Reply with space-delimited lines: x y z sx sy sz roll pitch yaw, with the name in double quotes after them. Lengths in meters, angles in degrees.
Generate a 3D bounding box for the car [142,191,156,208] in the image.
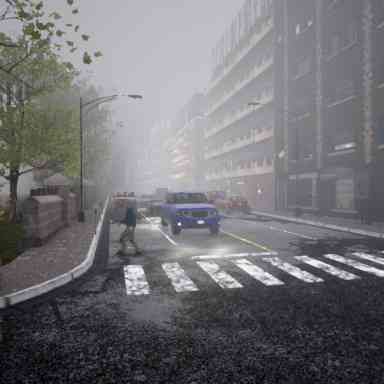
-4.851 0.908 36.308 2.033 1.411 5.357 0 1 -14 "car"

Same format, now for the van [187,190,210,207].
0.660 0.659 38.192 1.690 1.788 3.998 1 1 -14 "van"

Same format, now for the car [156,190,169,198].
-5.866 0.352 65.201 1.752 1.417 4.829 1 1 -14 "car"

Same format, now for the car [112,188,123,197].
-16.562 -0.001 73.803 2.192 1.841 5.009 1 1 -14 "car"

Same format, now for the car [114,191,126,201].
-11.339 0.602 52.168 1.752 1.417 4.829 1 1 -14 "car"

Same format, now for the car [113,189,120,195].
-20.457 -0.043 89.911 1.947 1.339 4.313 1 1 -14 "car"

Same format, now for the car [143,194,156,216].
-2.508 1.101 26.590 1.994 1.385 4.181 0 1 -14 "car"

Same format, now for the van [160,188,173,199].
-4.527 0.269 59.665 1.690 1.788 3.998 1 1 -14 "van"

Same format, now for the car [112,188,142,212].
-6.188 0.779 30.857 2.192 1.841 5.009 1 1 -14 "car"

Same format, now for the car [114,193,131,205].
-8.786 0.835 41.598 1.947 1.339 4.313 1 1 -14 "car"

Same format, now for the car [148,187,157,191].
-4.733 0.339 49.417 2.150 2.045 5.566 0 1 -13 "car"

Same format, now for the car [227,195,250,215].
3.252 0.953 27.457 1.967 1.590 4.097 1 1 -14 "car"

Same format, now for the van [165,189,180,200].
-3.230 0.366 54.298 1.690 1.788 3.998 1 1 -14 "van"

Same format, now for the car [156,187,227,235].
-0.261 0.928 17.278 2.150 2.045 5.566 0 1 -14 "car"

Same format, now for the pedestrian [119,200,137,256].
-2.055 1.125 10.661 0.375 1.860 0.375 1 0 -14 "pedestrian"

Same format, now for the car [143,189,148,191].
-7.165 0.461 59.470 1.812 1.442 4.674 0 1 -14 "car"

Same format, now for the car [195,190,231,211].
1.957 0.730 32.823 2.192 1.841 5.009 1 1 -14 "car"

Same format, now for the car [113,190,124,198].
-13.973 0.430 63.070 2.008 1.369 4.403 1 1 -14 "car"
